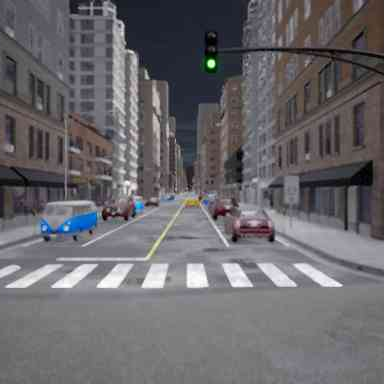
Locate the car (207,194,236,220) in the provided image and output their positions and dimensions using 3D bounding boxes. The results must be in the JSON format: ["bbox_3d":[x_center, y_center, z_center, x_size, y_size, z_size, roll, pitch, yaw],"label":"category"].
[{"bbox_3d":[2.663,1.281,27.353,2.192,1.841,5.009,0,0,0],"label":"car"}]

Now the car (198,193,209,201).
[{"bbox_3d":[2.655,1.153,77.618,2.192,1.841,5.009,0,0,0],"label":"car"}]

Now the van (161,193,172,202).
[{"bbox_3d":[-5.870,1.203,72.025,1.690,1.788,3.998,0,0,0],"label":"van"}]

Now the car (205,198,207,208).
[{"bbox_3d":[2.662,1.523,32.938,1.947,1.339,4.313,0,0,0],"label":"car"}]

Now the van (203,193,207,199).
[{"bbox_3d":[2.660,1.274,44.109,1.690,1.788,3.998,0,0,0],"label":"van"}]

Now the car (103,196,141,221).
[{"bbox_3d":[-5.863,1.287,27.336,2.192,1.841,5.009,0,0,0],"label":"car"}]

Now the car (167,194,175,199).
[{"bbox_3d":[-5.874,1.337,94.369,1.887,1.381,4.507,0,0,0],"label":"car"}]

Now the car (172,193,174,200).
[{"bbox_3d":[-5.871,1.411,77.611,1.947,1.339,4.313,0,0,0],"label":"car"}]

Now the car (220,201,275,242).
[{"bbox_3d":[2.665,1.420,16.183,1.967,1.590,4.097,0,0,0],"label":"car"}]

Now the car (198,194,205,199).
[{"bbox_3d":[2.651,1.352,94.374,1.947,1.339,4.313,0,0,0],"label":"car"}]

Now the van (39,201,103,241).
[{"bbox_3d":[-5.861,1.327,16.164,1.690,1.788,3.998,0,0,0],"label":"van"}]

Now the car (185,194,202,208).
[{"bbox_3d":[0.038,1.406,46.737,1.882,1.535,5.008,0,0,0],"label":"car"}]

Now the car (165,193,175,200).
[{"bbox_3d":[-5.872,1.125,88.782,2.192,1.841,5.009,0,0,0],"label":"car"}]

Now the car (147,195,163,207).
[{"bbox_3d":[-5.866,1.470,49.681,1.887,1.381,4.507,0,0,0],"label":"car"}]

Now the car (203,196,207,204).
[{"bbox_3d":[2.661,1.496,38.524,2.008,1.369,4.403,0,0,0],"label":"car"}]

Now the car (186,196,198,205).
[{"bbox_3d":[-0.011,1.447,57.182,2.033,1.411,5.357,0,0,0],"label":"car"}]

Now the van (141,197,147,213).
[{"bbox_3d":[-5.864,1.304,32.922,1.690,1.788,3.998,0,0,0],"label":"van"}]
